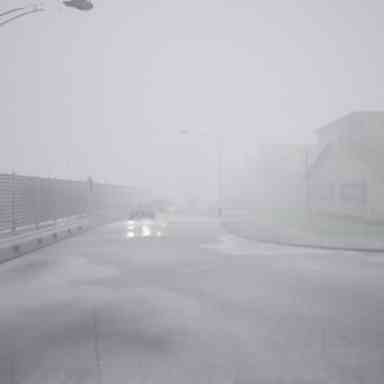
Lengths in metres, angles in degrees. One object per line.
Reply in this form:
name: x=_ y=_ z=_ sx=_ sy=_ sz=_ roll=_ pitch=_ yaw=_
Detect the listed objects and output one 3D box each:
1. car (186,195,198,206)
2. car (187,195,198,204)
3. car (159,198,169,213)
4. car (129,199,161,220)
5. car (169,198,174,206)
car: x=0.010 y=1.623 z=56.309 sx=1.994 sy=1.385 sz=4.181 roll=0 pitch=0 yaw=0
car: x=0.011 y=1.427 z=66.316 sx=2.097 sy=1.767 sz=4.553 roll=0 pitch=0 yaw=0
car: x=-4.077 y=1.543 z=38.469 sx=1.837 sy=1.490 sz=4.892 roll=0 pitch=0 yaw=0
car: x=-4.084 y=1.594 z=28.380 sx=1.994 sy=1.385 sz=4.181 roll=0 pitch=0 yaw=0
car: x=-4.024 y=1.658 z=54.851 sx=1.895 sy=1.301 sz=4.718 roll=0 pitch=0 yaw=0
